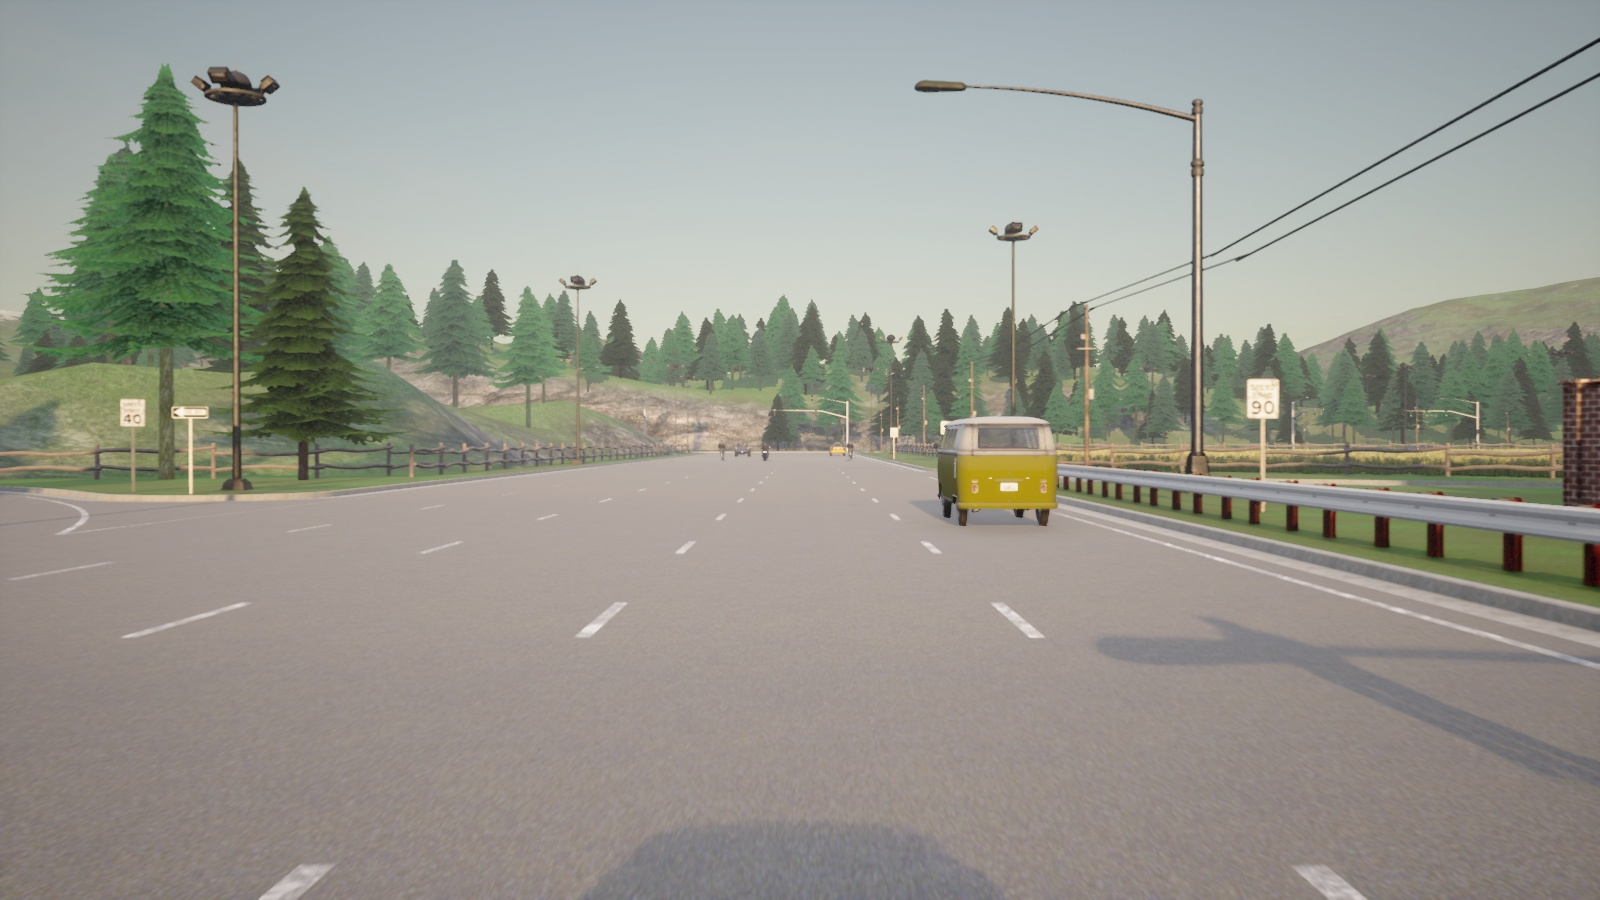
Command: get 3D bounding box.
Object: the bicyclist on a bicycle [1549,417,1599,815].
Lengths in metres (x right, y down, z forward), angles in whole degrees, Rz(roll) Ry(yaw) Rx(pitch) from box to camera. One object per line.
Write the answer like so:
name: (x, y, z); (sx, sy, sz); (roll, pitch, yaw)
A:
bicyclist on a bicycle: (3.541, 0.676, 4.623); (0.582, 1.620, 1.656); (0, 0, 0)

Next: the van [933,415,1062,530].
van: (3.651, 0.368, 23.947); (1.775, 1.987, 4.442); (0, 0, 0)
